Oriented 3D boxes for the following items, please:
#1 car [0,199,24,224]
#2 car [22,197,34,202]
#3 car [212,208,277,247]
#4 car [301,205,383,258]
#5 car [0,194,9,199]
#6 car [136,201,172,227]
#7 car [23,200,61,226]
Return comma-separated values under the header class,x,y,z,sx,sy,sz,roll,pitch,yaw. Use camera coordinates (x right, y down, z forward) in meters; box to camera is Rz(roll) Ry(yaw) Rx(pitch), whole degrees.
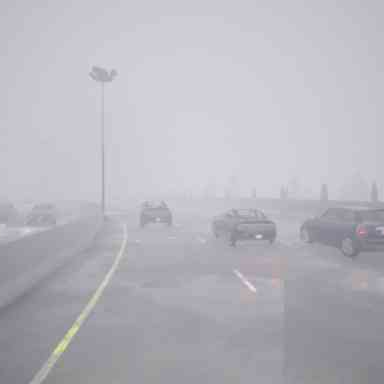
class,x,y,z,sx,sy,sz,roll,pitch,yaw
car,-14.668,1.556,25.373,2.128,1.511,4.902,0,0,-18
car,-29.768,1.689,60.243,1.994,1.385,4.181,0,0,-40
car,2.194,1.485,15.075,2.128,1.511,4.902,0,0,-9
car,6.022,1.329,12.889,2.097,1.767,4.553,0,0,-7
car,-35.160,1.351,61.006,2.150,2.045,5.566,0,0,-41
car,-2.510,1.354,21.561,2.128,1.511,4.902,0,0,-13
car,-10.719,1.553,24.295,1.837,1.490,4.892,0,0,-16
